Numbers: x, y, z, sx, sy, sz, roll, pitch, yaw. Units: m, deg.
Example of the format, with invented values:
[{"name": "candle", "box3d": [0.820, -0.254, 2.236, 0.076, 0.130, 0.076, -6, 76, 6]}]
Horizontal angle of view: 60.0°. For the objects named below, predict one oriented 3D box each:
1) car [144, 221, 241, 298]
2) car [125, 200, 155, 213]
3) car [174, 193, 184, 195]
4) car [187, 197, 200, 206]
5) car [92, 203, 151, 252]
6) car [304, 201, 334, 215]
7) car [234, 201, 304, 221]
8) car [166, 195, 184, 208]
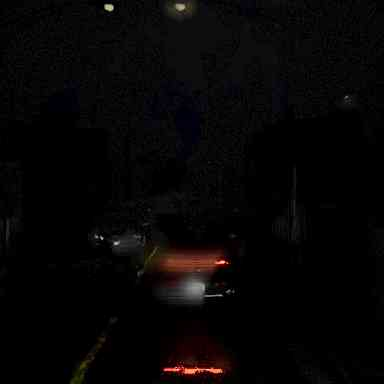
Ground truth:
[{"name": "car", "box3d": [0.103, 1.504, 8.512, 1.837, 1.490, 4.892, 0, 0, 0]}, {"name": "car", "box3d": [-5.828, 1.559, 33.469, 2.128, 1.511, 4.902, -3, -2, 37]}, {"name": "car", "box3d": [-2.600, 1.417, 63.366, 1.882, 1.535, 5.008, 0, 0, 1]}, {"name": "car", "box3d": [0.309, 1.480, 52.062, 1.812, 1.442, 4.674, 0, 0, 0]}, {"name": "car", "box3d": [-2.838, 1.489, 13.926, 1.837, 1.490, 4.892, 2, 1, -6]}, {"name": "car", "box3d": [11.004, 1.544, 32.167, 4.718, 1.301, 1.895, -1, -1, 0]}, {"name": "car", "box3d": [5.713, 1.464, 25.397, 4.718, 1.301, 1.895, -1, -1, -1]}, {"name": "car", "box3d": [-2.618, 1.507, 47.946, 2.033, 1.411, 5.357, 0, 0, 0]}]
